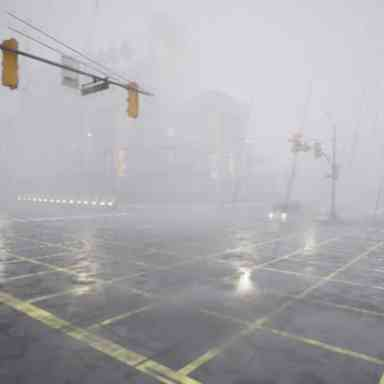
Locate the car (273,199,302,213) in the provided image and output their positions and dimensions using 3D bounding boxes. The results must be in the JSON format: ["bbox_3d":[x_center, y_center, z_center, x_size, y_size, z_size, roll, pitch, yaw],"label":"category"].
[{"bbox_3d":[11.388,1.572,39.612,1.882,1.535,5.008,1,0,40],"label":"car"}]
